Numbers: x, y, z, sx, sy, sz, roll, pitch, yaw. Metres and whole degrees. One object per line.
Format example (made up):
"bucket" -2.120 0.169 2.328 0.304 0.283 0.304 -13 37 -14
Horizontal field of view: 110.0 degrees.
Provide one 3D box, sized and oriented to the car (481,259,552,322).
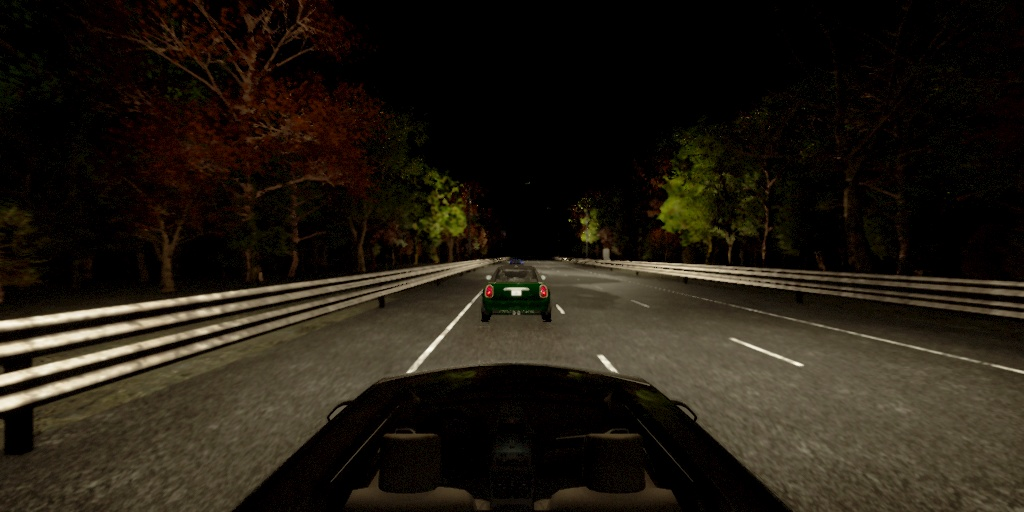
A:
"car" 0.136 1.082 12.396 2.097 1.767 4.553 0 0 0
